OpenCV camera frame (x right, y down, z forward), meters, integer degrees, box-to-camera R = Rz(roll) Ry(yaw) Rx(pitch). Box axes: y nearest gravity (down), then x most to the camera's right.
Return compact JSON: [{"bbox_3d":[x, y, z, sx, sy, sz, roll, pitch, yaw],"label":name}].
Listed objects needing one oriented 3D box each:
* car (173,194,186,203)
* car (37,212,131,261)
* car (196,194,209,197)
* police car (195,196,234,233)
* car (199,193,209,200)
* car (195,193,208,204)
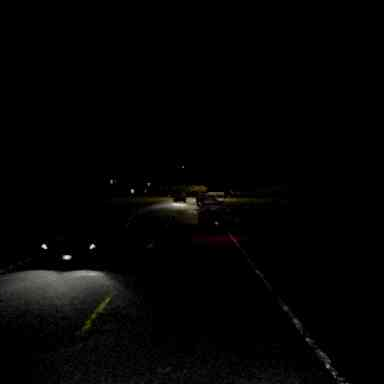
[{"bbox_3d":[-1.965,1.029,54.108,2.128,1.511,4.902,0,1,4],"label":"car"},{"bbox_3d":[-3.512,1.448,12.062,2.033,1.411,5.357,0,0,1],"label":"car"},{"bbox_3d":[1.497,1.223,28.793,1.801,1.575,5.366,0,0,2],"label":"car"},{"bbox_3d":[1.239,1.277,18.745,1.930,1.638,5.238,0,0,1],"label":"police car"},{"bbox_3d":[2.486,0.834,68.391,1.895,1.301,4.718,0,1,4],"label":"car"},{"bbox_3d":[1.605,1.013,54.645,1.882,1.535,5.008,0,1,4],"label":"car"}]
